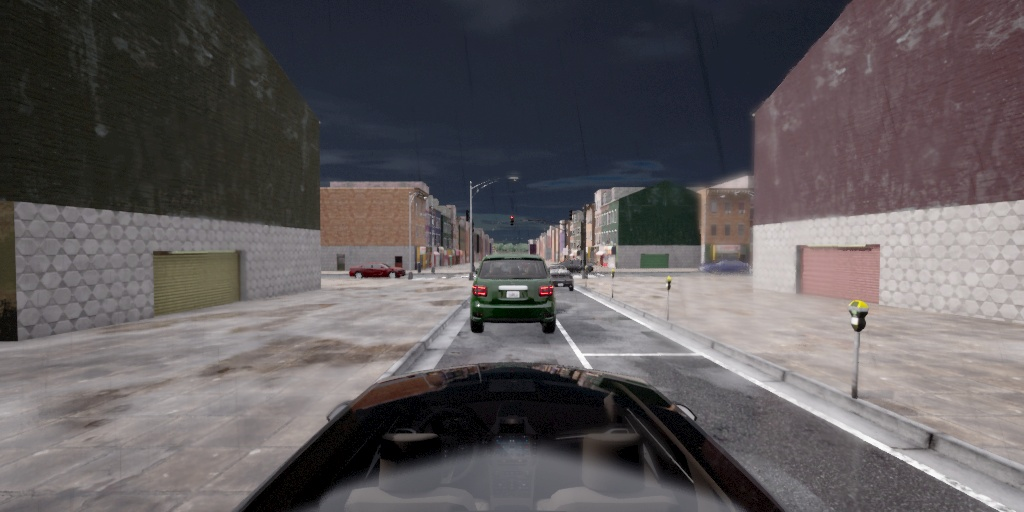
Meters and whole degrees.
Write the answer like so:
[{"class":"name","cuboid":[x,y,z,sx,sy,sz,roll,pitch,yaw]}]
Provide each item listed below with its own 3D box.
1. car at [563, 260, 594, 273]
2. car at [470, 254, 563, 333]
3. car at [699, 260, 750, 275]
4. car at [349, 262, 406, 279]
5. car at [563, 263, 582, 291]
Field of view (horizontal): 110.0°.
[{"class":"car","cuboid":[5.967,1.178,37.125,4.892,1.490,1.837,0,1,13]},{"class":"car","cuboid":[0.029,0.968,10.859,2.150,2.045,5.566,0,0,0]},{"class":"car","cuboid":[21.467,1.123,36.206,4.674,1.442,1.812,0,1,0]},{"class":"car","cuboid":[-12.398,1.337,33.202,5.008,1.535,1.882,0,1,-1]},{"class":"car","cuboid":[2.593,1.296,21.274,2.007,1.370,4.403,0,0,0]}]
